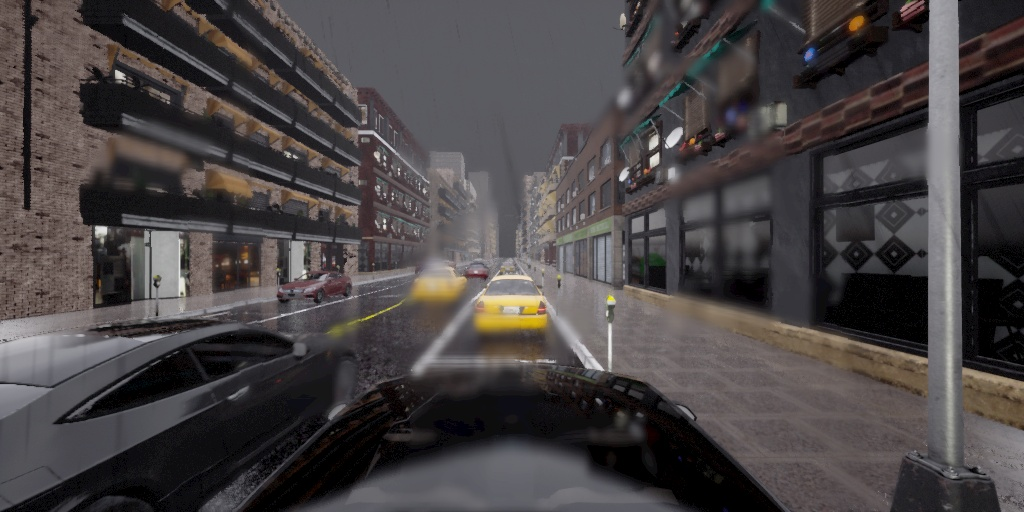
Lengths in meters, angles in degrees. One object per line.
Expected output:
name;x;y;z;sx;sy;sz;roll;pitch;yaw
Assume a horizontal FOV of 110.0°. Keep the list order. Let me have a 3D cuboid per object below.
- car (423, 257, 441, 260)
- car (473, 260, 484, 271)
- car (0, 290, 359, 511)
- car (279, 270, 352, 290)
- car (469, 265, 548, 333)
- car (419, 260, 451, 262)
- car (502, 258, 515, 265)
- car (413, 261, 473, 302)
car;-8.837;1.064;39.007;2.192;1.841;5.009;0;0;0
car;-3.053;1.314;32.398;1.994;1.385;4.181;0;0;0
car;-3.052;1.276;3.133;1.812;1.442;4.674;0;0;0
car;-8.837;1.333;16.462;1.802;1.307;4.207;0;0;0
car;0.005;1.207;10.689;1.801;1.575;5.366;0;0;0
car;-6.243;1.276;29.008;1.812;1.442;4.674;0;0;0
car;-0.456;1.275;39.173;1.751;1.417;4.829;0;0;0
car;-3.144;1.206;16.782;1.801;1.575;5.366;0;0;0
